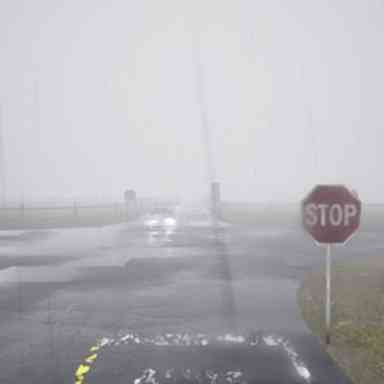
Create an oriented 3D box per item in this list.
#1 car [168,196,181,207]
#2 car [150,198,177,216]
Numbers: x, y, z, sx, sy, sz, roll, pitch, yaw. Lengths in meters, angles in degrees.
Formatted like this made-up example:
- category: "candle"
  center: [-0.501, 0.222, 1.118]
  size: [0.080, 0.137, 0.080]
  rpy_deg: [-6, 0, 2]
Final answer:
- category: "car"
  center: [-2.654, 1.279, 47.786]
  size: [1.882, 1.535, 5.008]
  rpy_deg: [0, 1, 0]
- category: "car"
  center: [-2.690, 1.488, 30.551]
  size: [1.895, 1.301, 4.718]
  rpy_deg: [0, 0, 0]
